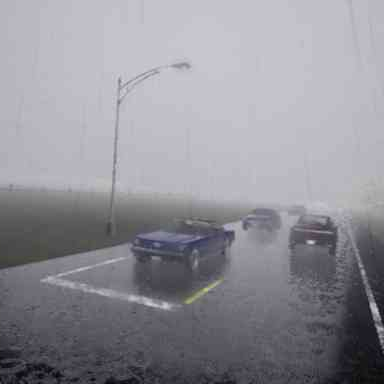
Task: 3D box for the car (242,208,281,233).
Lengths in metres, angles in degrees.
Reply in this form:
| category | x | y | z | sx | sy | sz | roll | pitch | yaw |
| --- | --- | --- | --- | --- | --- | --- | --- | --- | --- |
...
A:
| category | x | y | z | sx | sy | sz | roll | pitch | yaw |
| --- | --- | --- | --- | --- | --- | --- | --- | --- | --- |
| car | 4.745 | 1.788 | 22.100 | 1.812 | 1.442 | 4.674 | 3 | 0 | 24 |

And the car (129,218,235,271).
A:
| category | x | y | z | sx | sy | sz | roll | pitch | yaw |
| --- | --- | --- | --- | --- | --- | --- | --- | --- | --- |
| car | -0.079 | 1.591 | 11.250 | 1.895 | 1.301 | 4.718 | 3 | 0 | 24 |

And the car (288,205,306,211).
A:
| category | x | y | z | sx | sy | sz | roll | pitch | yaw |
| --- | --- | --- | --- | --- | --- | --- | --- | --- | --- |
| car | 12.932 | 2.281 | 40.618 | 2.033 | 1.411 | 5.357 | 3 | 0 | 24 |

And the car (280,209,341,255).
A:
| category | x | y | z | sx | sy | sz | roll | pitch | yaw |
| --- | --- | --- | --- | --- | --- | --- | --- | --- | --- |
| car | 5.672 | 1.814 | 15.306 | 2.128 | 1.511 | 4.902 | 3 | 0 | 24 |
